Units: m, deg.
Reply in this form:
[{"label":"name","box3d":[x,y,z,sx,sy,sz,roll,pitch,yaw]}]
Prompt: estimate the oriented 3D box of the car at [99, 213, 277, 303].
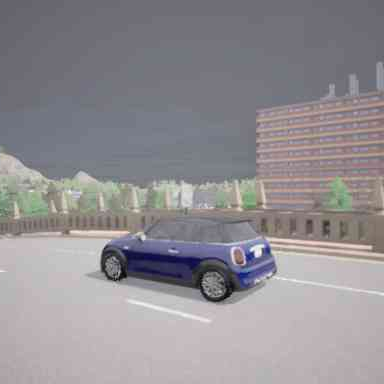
[{"label":"car","box3d":[-0.287,1.385,8.499,4.553,1.767,2.097,-1,-1,36]}]
